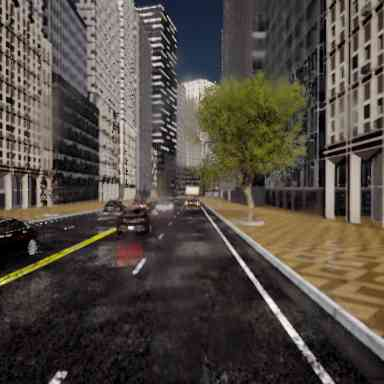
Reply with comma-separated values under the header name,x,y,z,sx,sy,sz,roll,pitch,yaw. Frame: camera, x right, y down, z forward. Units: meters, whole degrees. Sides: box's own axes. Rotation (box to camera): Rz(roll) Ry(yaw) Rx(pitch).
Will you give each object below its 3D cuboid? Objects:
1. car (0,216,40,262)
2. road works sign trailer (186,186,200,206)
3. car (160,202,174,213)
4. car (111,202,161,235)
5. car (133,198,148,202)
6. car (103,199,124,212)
name,x,y,z,sx,sy,sz,roll,pitch,yaw
car,-6.566,1.563,10.434,1.837,1.490,4.892,0,-1,0
road works sign trailer,0.056,0.762,60.662,2.380,3.560,2.880,1,-2,1
car,-3.151,1.819,40.191,1.895,1.301,4.718,0,0,0
car,-3.171,1.613,19.746,1.837,1.490,4.892,0,0,0
car,-6.573,1.579,42.068,2.097,1.767,4.553,0,0,0
car,-9.825,1.731,42.047,1.837,1.490,4.892,0,0,0
